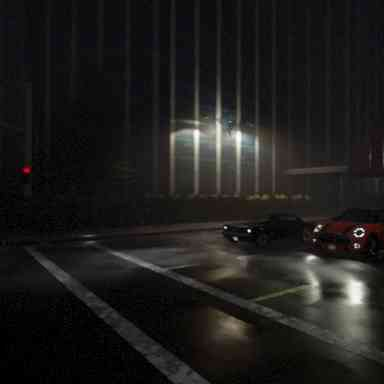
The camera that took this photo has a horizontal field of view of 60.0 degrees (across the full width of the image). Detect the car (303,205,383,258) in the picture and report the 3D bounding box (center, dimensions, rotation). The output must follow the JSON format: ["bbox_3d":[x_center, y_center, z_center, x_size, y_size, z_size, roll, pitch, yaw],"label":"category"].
[{"bbox_3d":[6.809,1.401,13.142,4.553,1.767,2.097,0,0,-35],"label":"car"}]

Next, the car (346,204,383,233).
[{"bbox_3d":[11.979,1.587,21.123,4.892,1.490,1.837,0,0,-35],"label":"car"}]

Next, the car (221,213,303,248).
[{"bbox_3d":[3.620,1.644,15.169,4.718,1.301,1.895,0,0,-35],"label":"car"}]
